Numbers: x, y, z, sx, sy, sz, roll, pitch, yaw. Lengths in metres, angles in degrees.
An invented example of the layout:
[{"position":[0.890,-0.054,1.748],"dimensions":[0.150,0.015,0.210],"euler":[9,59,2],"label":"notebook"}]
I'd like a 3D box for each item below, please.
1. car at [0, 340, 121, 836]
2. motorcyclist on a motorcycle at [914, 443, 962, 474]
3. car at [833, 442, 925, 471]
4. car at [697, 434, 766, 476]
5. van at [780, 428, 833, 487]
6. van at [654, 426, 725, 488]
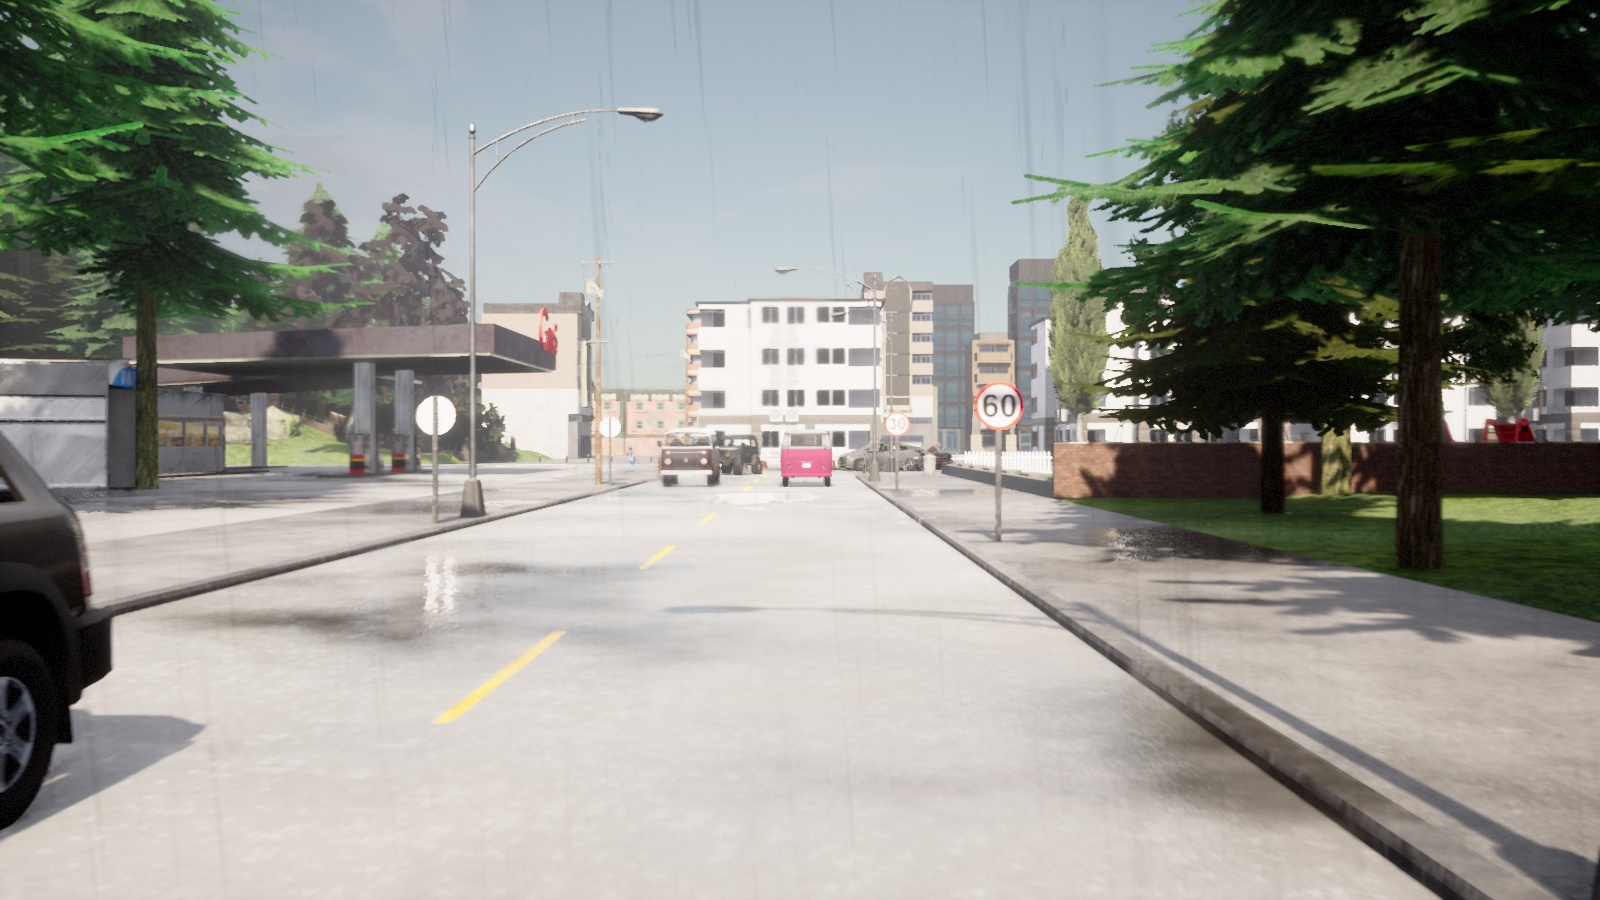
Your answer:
[{"position":[-3.965,0.540,3.214],"dimensions":[1.932,1.855,4.605],"euler":[0,1,0],"label":"car"},{"position":[6.959,0.431,63.382],"dimensions":[2.191,1.530,0.866],"euler":[0,2,-16],"label":"motorcyclist on a motorcycle"},{"position":[4.181,0.323,66.681],"dimensions":[4.514,1.525,2.007],"euler":[0,0,-15],"label":"car"},{"position":[-3.160,0.212,58.498],"dimensions":[1.905,1.878,3.866],"euler":[0,0,19],"label":"car"},{"position":[0.226,0.248,44.630],"dimensions":[1.775,1.987,4.442],"euler":[0,0,0],"label":"van"},{"position":[-3.778,0.221,43.651],"dimensions":[2.069,2.038,4.480],"euler":[0,0,0],"label":"van"}]
